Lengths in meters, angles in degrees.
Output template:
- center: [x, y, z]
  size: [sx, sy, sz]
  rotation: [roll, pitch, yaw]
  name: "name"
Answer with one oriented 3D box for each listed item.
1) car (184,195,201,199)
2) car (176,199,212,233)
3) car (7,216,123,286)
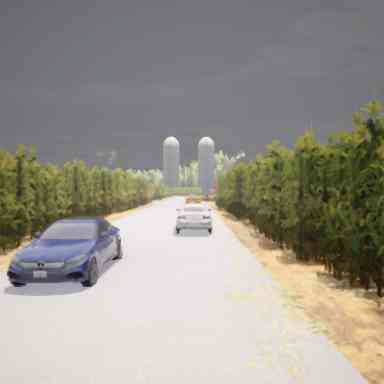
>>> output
- center: [0.109, 1.039, 39.903]
  size: [1.882, 1.535, 5.008]
  rotation: [0, 0, 0]
  name: "car"
- center: [0.104, 1.325, 18.047]
  size: [1.812, 1.442, 4.674]
  rotation: [0, 1, 0]
  name: "car"
- center: [-3.184, 1.453, 9.314]
  size: [1.812, 1.442, 4.674]
  rotation: [0, 1, 0]
  name: "car"
